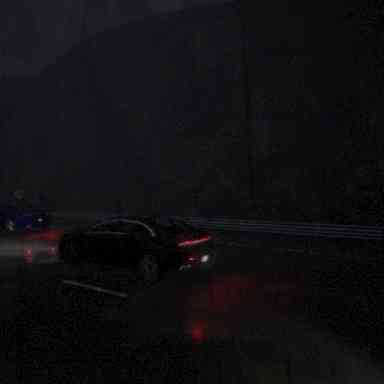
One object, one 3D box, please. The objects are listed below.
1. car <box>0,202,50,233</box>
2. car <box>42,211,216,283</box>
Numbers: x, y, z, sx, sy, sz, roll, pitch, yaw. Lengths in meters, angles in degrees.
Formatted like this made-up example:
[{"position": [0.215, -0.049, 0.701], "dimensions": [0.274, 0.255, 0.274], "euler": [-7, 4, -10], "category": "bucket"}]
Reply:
[{"position": [-10.140, 1.330, 18.656], "dimensions": [5.008, 1.535, 1.882], "euler": [0, 0, 29], "category": "car"}, {"position": [-1.712, 1.399, 9.404], "dimensions": [4.902, 1.511, 2.128], "euler": [0, 1, 33], "category": "car"}]
